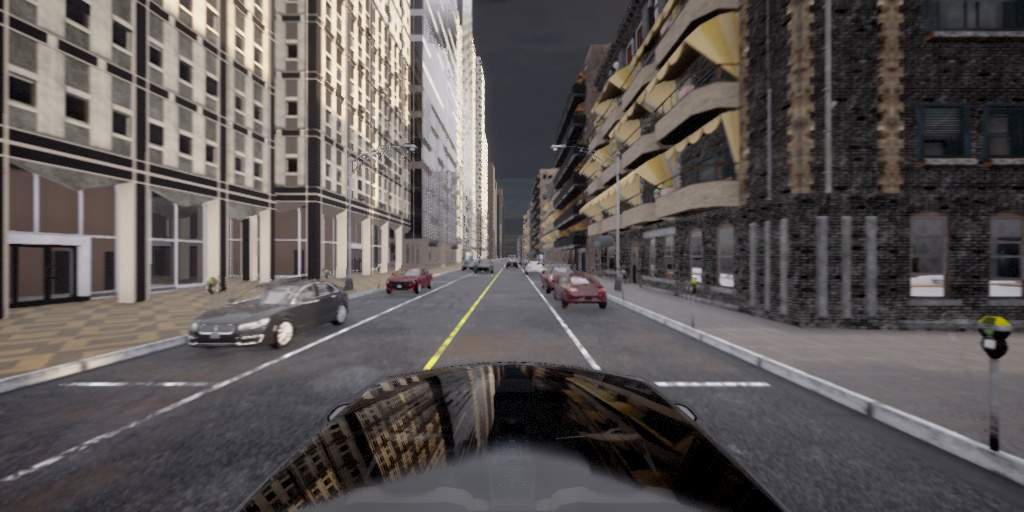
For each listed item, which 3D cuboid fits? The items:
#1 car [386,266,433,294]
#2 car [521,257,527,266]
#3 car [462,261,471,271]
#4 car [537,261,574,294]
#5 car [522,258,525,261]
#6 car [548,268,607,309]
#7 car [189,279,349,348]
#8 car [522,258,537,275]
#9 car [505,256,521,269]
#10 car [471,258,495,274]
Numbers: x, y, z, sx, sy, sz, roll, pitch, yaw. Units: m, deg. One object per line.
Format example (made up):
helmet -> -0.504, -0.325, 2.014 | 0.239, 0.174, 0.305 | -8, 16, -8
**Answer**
car -> -5.688, 1.290, 20.346 | 1.888, 1.381, 4.507 | 0, 0, 0
car -> 2.696, 1.298, 59.885 | 2.007, 1.370, 4.403 | 0, 0, 0
car -> -5.686, 1.310, 48.588 | 1.948, 1.339, 4.313 | 0, 0, 0
car -> 2.692, 1.185, 20.345 | 1.967, 1.591, 4.097 | 0, 0, 0
car -> 2.695, 1.310, 48.588 | 1.948, 1.339, 4.313 | 0, 0, 0
car -> 2.692, 1.328, 14.697 | 1.802, 1.307, 4.207 | 0, 0, 0
car -> -5.689, 1.298, 9.048 | 2.007, 1.370, 4.403 | 0, 0, 0
car -> 2.355, 1.269, 38.001 | 1.812, 1.442, 4.674 | 0, 0, 0
car -> 0.005, 1.224, 56.344 | 1.882, 1.535, 5.008 | 0, 0, 0
car -> -3.083, 1.094, 40.355 | 2.097, 1.767, 4.553 | 0, 0, 0
